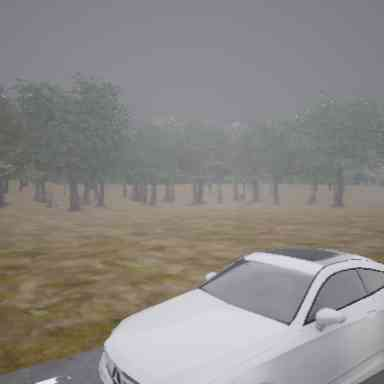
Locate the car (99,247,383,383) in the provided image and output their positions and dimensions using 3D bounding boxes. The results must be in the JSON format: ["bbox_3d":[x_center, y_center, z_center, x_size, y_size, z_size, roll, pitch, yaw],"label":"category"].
[{"bbox_3d":[1.238,1.503,4.179,4.674,1.442,1.812,0,0,-35],"label":"car"}]
